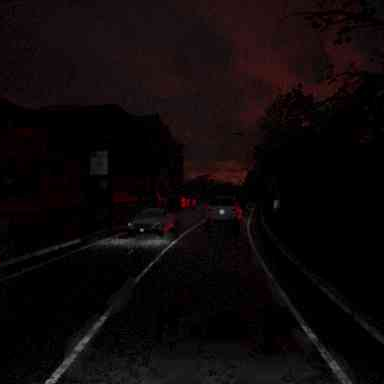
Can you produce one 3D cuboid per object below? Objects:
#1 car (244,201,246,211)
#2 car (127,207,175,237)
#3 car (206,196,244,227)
[{"bbox_3d":[5.905,1.640,42.137,2.033,1.411,5.357,-1,0,11],"label":"car"},{"bbox_3d":[-2.150,1.608,18.623,1.812,1.442,4.674,-1,0,8],"label":"car"},{"bbox_3d":[2.299,1.273,23.155,2.150,2.045,5.566,-1,0,10],"label":"car"}]
